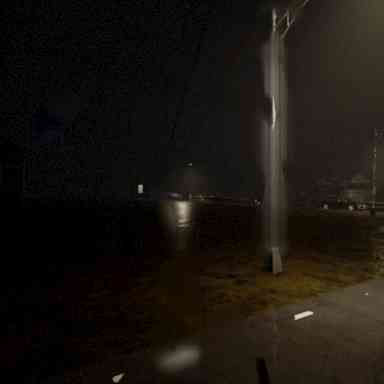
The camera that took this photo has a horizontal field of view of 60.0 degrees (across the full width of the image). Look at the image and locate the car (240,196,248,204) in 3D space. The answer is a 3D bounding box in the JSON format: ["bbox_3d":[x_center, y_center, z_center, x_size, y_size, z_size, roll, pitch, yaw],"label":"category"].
[{"bbox_3d":[7.105,1.253,55.558,1.895,1.301,4.718,2,-1,-35],"label":"car"}]

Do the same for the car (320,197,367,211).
[{"bbox_3d":[16.344,1.281,36.139,1.837,1.490,4.892,2,0,-35],"label":"car"}]

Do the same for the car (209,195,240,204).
[{"bbox_3d":[4.823,1.162,52.400,1.895,1.301,4.718,2,-1,-35],"label":"car"}]

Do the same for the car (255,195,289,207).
[{"bbox_3d":[10.591,1.165,44.255,1.837,1.490,4.892,2,0,-35],"label":"car"}]

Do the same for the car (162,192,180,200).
[{"bbox_3d":[-4.618,0.864,71.927,2.097,1.767,4.553,2,-1,-35],"label":"car"}]
